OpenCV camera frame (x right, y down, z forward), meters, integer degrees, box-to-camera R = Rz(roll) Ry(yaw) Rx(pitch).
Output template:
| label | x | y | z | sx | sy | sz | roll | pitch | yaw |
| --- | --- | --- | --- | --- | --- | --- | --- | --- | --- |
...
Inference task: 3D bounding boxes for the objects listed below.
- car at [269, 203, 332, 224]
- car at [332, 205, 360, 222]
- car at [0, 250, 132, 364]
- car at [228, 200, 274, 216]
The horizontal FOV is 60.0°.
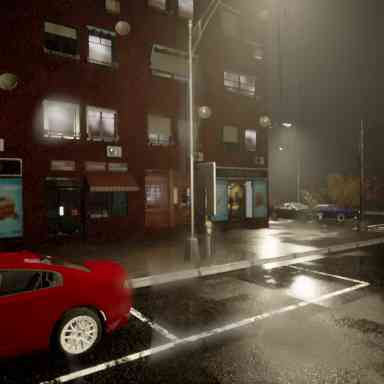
| label | x | y | z | sx | sy | sz | roll | pitch | yaw |
| --- | --- | --- | --- | --- | --- | --- | --- | --- | --- |
| car | 8.290 | 1.653 | 27.012 | 2.128 | 1.511 | 4.902 | -1 | 0 | -33 |
| car | 11.592 | 1.714 | 27.943 | 1.895 | 1.301 | 4.718 | -1 | 0 | -35 |
| car | -3.046 | 1.545 | 4.401 | 4.507 | 1.381 | 1.887 | 0 | -1 | -35 |
| car | 6.228 | 1.653 | 35.616 | 1.882 | 1.535 | 5.008 | -1 | 0 | -35 |
